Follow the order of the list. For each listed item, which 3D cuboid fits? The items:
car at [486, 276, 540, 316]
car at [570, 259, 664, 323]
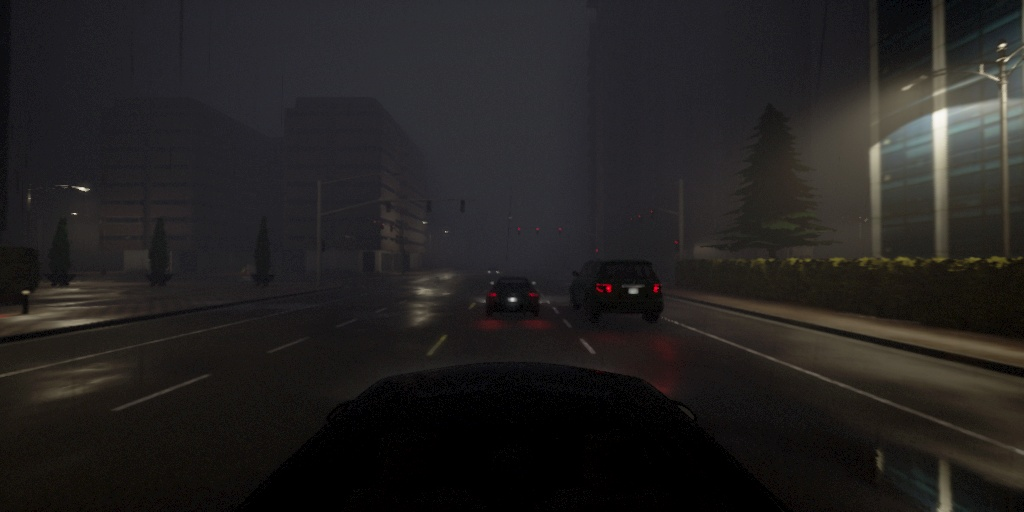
[{"bbox_3d":[0.043,1.490,14.262,1.994,1.385,4.181,0,-1,1],"label":"car"},{"bbox_3d":[3.528,1.131,13.027,2.150,2.045,5.566,0,-1,1],"label":"car"}]
